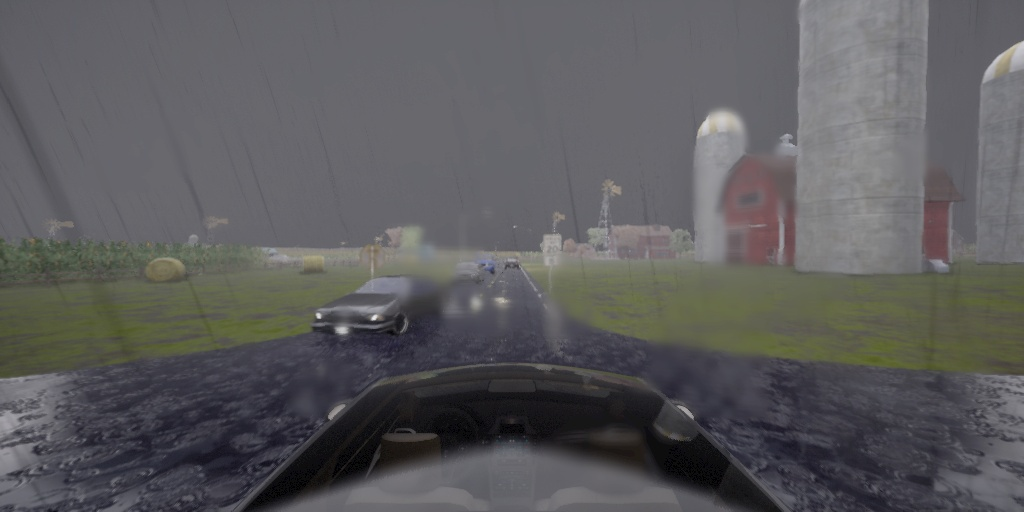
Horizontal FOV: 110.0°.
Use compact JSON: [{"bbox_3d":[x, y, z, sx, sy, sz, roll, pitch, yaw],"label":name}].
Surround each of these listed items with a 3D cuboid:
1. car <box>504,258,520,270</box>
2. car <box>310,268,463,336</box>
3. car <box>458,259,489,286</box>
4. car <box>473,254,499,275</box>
[{"bbox_3d":[-0.013,1.027,47.488,1.882,1.535,5.008,0,0,0],"label":"car"},{"bbox_3d":[-3.326,1.255,10.572,2.033,1.411,5.357,0,0,9],"label":"car"},{"bbox_3d":[-2.850,1.151,24.289,1.837,1.490,4.892,0,0,0],"label":"car"},{"bbox_3d":[-2.840,0.813,37.248,2.150,2.045,5.566,0,0,0],"label":"car"}]
